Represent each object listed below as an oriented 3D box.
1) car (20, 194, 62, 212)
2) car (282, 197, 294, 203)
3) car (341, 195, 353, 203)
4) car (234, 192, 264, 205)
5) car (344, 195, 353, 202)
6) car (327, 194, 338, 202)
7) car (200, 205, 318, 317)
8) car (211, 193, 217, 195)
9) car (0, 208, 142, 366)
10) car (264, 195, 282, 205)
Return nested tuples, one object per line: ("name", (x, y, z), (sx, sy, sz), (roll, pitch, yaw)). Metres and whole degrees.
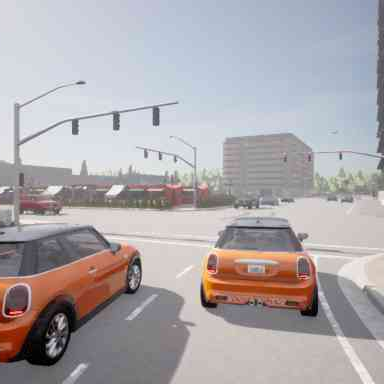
("car", (-16.148, 1.277, 34.772), (5.566, 2.045, 2.150), (0, 0, 28))
("car", (19.060, 1.595, 66.733), (1.895, 1.301, 4.718), (0, 0, 27))
("car", (32.066, 1.595, 68.988), (1.895, 1.301, 4.718), (0, 0, 27))
("car", (7.422, 1.222, 44.553), (2.150, 2.045, 5.566), (0, 0, 27))
("car", (36.651, 1.500, 77.813), (1.837, 1.490, 4.892), (0, 0, 27))
("car", (33.514, 1.355, 79.366), (2.097, 1.767, 4.553), (0, 0, 27))
("car", (1.618, 1.352, 7.816), (2.097, 1.767, 4.553), (0, 0, 14))
("car", (5.019, 1.209, 86.950), (4.605, 1.855, 1.932), (0, 0, 28))
("car", (-2.497, 1.352, 6.104), (2.097, 1.767, 4.553), (0, 0, 10))
("car", (12.818, 1.352, 54.913), (2.097, 1.767, 4.553), (0, 0, 28))
